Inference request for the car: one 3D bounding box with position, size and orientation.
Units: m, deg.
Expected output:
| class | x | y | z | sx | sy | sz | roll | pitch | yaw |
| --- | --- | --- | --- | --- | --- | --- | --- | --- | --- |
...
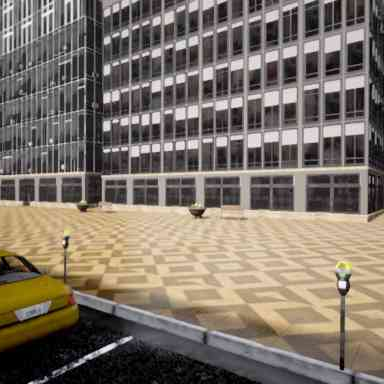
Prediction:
| class | x | y | z | sx | sy | sz | roll | pitch | yaw |
| --- | --- | --- | --- | --- | --- | --- | --- | --- | --- |
| car | -3.950 | 1.525 | 5.703 | 4.829 | 1.417 | 1.752 | 0 | 0 | 36 |
